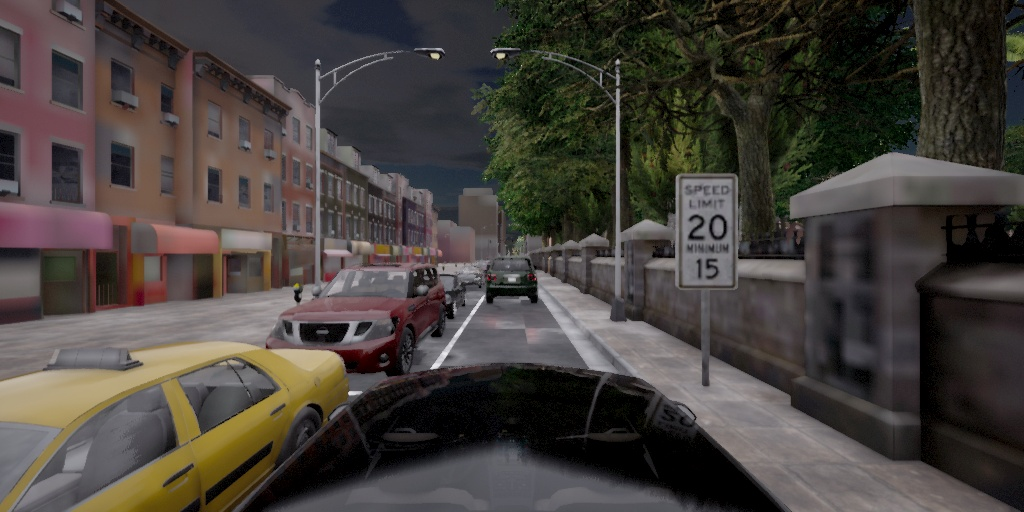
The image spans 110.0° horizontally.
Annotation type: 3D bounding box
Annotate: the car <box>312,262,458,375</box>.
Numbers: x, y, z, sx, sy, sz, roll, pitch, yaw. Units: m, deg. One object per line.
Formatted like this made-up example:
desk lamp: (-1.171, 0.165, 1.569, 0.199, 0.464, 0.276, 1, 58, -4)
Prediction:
car: (-2.656, 1.063, 7.448, 2.192, 1.841, 5.009, 0, 0, 0)

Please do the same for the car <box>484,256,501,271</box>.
car: (-2.750, 0.970, 52.020, 2.150, 2.045, 5.566, 0, 0, 0)

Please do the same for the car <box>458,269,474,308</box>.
car: (-2.654, 1.315, 12.718, 1.948, 1.339, 4.313, 0, 0, 0)

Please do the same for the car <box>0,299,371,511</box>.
car: (-2.652, 1.274, 2.010, 1.751, 1.417, 4.829, 0, 0, 0)

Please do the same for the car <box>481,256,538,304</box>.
car: (0.000, 1.008, 16.530, 2.150, 2.045, 5.566, 0, 0, 0)

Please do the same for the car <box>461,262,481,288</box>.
car: (-2.651, 1.301, 23.258, 2.007, 1.370, 4.403, 0, 0, 0)
